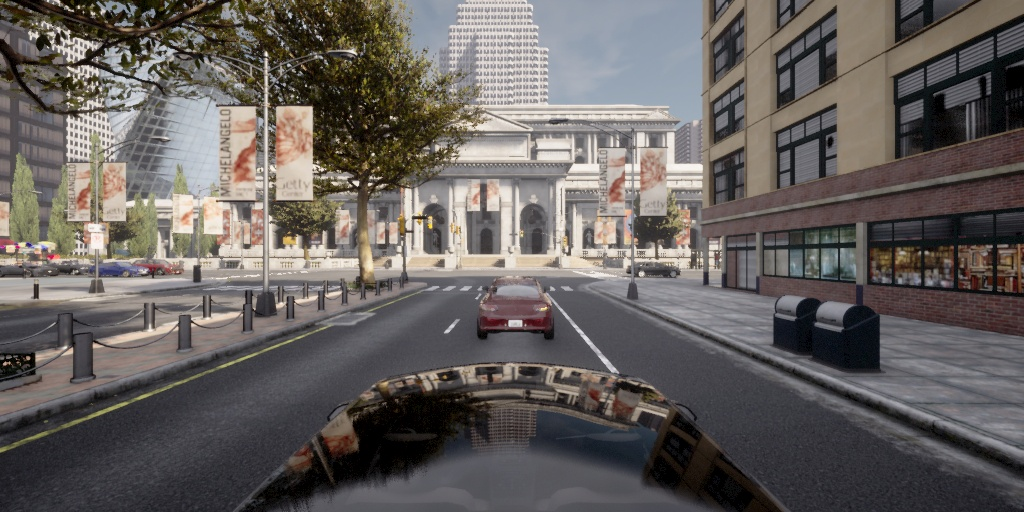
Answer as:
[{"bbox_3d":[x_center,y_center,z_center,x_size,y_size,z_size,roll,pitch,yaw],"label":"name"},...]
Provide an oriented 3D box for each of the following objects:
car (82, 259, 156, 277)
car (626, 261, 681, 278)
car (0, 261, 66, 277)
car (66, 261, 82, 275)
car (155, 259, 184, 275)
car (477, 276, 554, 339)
[{"bbox_3d":[-37.344,1.276,34.152,4.674,1.442,1.812,0,0,0],"label":"car"},{"bbox_3d":[13.251,1.255,33.615,4.892,1.490,1.837,0,0,1],"label":"car"},{"bbox_3d":[-46.104,1.314,34.177,4.181,1.385,1.994,0,0,-1],"label":"car"},{"bbox_3d":[-46.267,1.241,37.684,4.902,1.511,2.128,0,0,0],"label":"car"},{"bbox_3d":[-37.312,1.102,37.647,4.553,1.767,2.097,0,0,0],"label":"car"},{"bbox_3d":[0.111,1.276,9.961,1.812,1.442,4.674,0,0,1],"label":"car"}]
